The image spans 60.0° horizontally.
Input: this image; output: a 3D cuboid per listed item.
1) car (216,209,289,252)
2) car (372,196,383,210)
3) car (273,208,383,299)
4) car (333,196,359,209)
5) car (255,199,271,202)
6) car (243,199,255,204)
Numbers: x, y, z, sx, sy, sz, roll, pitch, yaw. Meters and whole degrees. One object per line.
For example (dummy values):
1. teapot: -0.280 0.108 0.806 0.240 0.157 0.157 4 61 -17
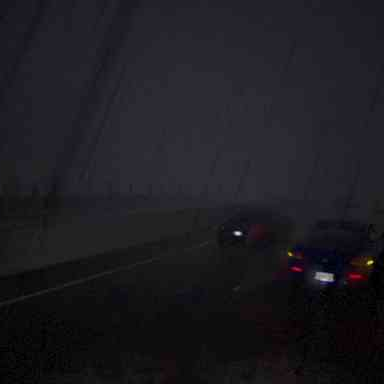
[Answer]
1. car: 2.632 1.337 12.960 1.994 1.385 4.181 0 1 33
2. car: 16.165 1.054 27.677 1.882 1.535 5.008 0 -1 33
3. car: 3.692 1.363 8.110 1.812 1.442 4.674 0 1 33
4. car: 15.032 1.150 32.412 2.128 1.511 4.902 0 -2 33
5. car: 10.733 1.690 45.427 1.895 1.301 4.718 0 -4 33
6. car: 9.098 1.793 49.334 1.812 1.442 4.674 0 -4 33
